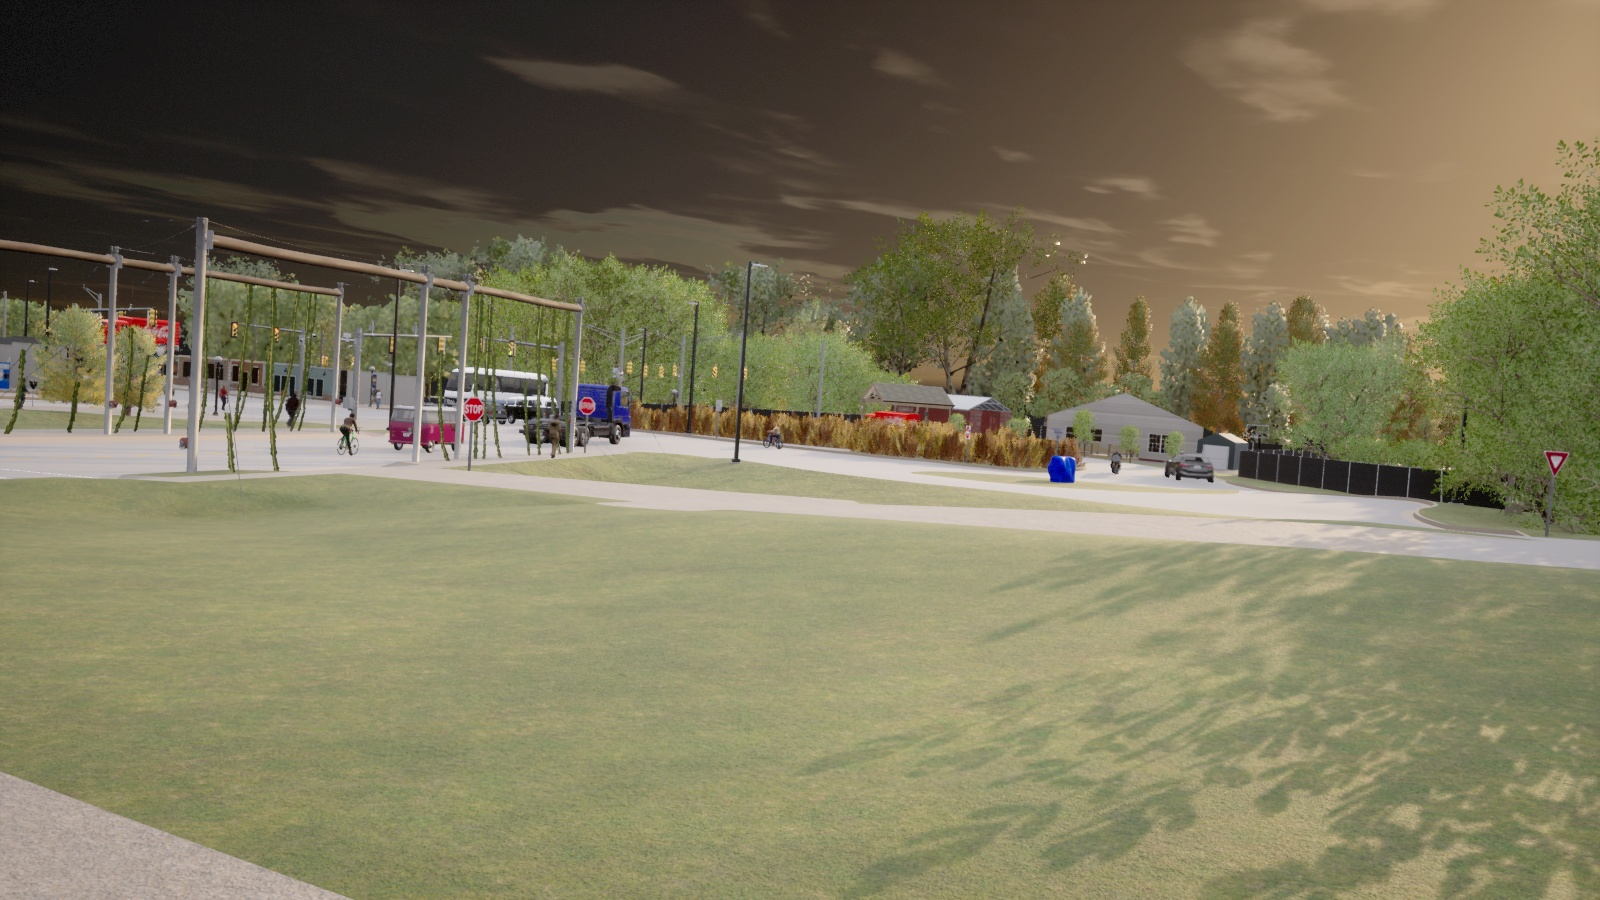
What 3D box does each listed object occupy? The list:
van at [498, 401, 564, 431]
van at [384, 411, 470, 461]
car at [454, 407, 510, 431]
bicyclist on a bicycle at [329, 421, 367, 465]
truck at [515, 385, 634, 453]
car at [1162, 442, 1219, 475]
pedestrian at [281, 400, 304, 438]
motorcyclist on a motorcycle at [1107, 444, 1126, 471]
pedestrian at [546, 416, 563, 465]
[{"bbox_3d":[-19.264,-2.459,89.870,4.480,2.038,2.069,3,3,36],"label":"van"},{"bbox_3d":[-16.406,-0.647,55.471,1.775,1.987,4.442,4,2,10],"label":"van"},{"bbox_3d":[-22.154,-2.189,87.416,3.705,1.549,1.789,3,3,35],"label":"car"},{"bbox_3d":[-17.511,-0.284,48.689,0.582,1.620,1.656,4,2,8],"label":"bicyclist on a bicycle"},{"bbox_3d":[-12.523,-1.824,70.635,2.891,3.462,7.936,4,4,19],"label":"truck"},{"bbox_3d":[23.683,0.486,76.381,2.242,1.667,4.611,2,3,4],"label":"car"},{"bbox_3d":[-25.605,-1.564,63.324,0.634,1.844,0.899,4,3,10],"label":"pedestrian"},{"bbox_3d":[19.544,0.441,77.470,0.866,1.530,2.191,3,2,21],"label":"motorcyclist on a motorcycle"},{"bbox_3d":[-10.043,-0.395,51.334,0.396,1.930,0.692,4,3,11],"label":"pedestrian"}]
